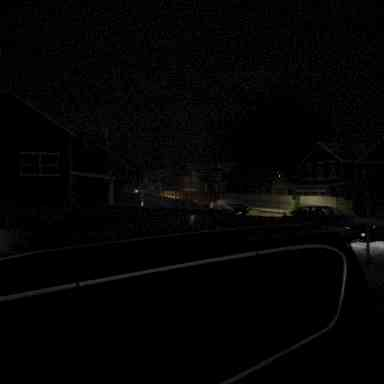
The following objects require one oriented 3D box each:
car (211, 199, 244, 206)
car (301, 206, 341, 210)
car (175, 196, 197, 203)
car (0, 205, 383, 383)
[{"bbox_3d":[3.180,1.282,29.262,2.033,1.411,5.357,0,1,-16],"label":"car"},{"bbox_3d":[6.606,1.418,16.812,2.033,1.411,5.357,0,1,-17],"label":"car"},{"bbox_3d":[-0.999,1.179,42.453,1.895,1.301,4.718,0,1,-20],"label":"car"},{"bbox_3d":[-1.011,1.222,1.764,5.566,2.045,2.150,0,0,-37],"label":"car"}]
